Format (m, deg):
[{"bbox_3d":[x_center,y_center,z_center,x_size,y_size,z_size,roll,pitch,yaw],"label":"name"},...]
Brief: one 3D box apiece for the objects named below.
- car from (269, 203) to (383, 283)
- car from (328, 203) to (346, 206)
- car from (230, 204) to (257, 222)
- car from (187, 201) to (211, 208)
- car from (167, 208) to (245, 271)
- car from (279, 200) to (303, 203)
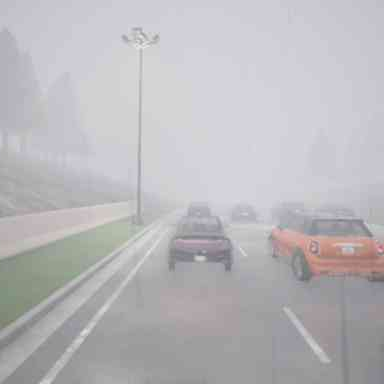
[{"bbox_3d":[3.742,1.400,10.023,2.097,1.767,4.553,1,0,1],"label":"car"},{"bbox_3d":[11.048,1.633,26.239,2.128,1.511,4.902,1,0,2],"label":"car"},{"bbox_3d":[4.071,1.616,27.018,1.994,1.385,4.181,1,0,2],"label":"car"},{"bbox_3d":[0.601,1.486,27.958,1.882,1.535,5.008,1,0,2],"label":"car"},{"bbox_3d":[0.255,1.495,10.914,2.128,1.511,4.902,1,0,1],"label":"car"},{"bbox_3d":[7.544,1.449,26.024,2.097,1.767,4.553,1,0,2],"label":"car"}]
